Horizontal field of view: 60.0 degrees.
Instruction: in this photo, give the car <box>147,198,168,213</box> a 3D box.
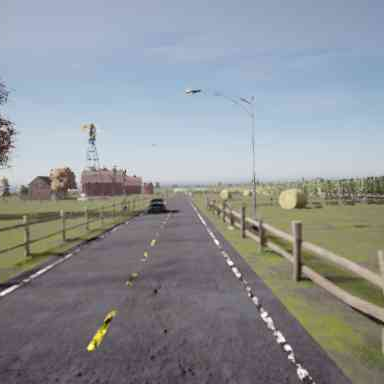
[{"bbox_3d":[-3.659,1.390,35.916,1.837,1.490,4.892,-1,0,-2],"label":"car"}]
